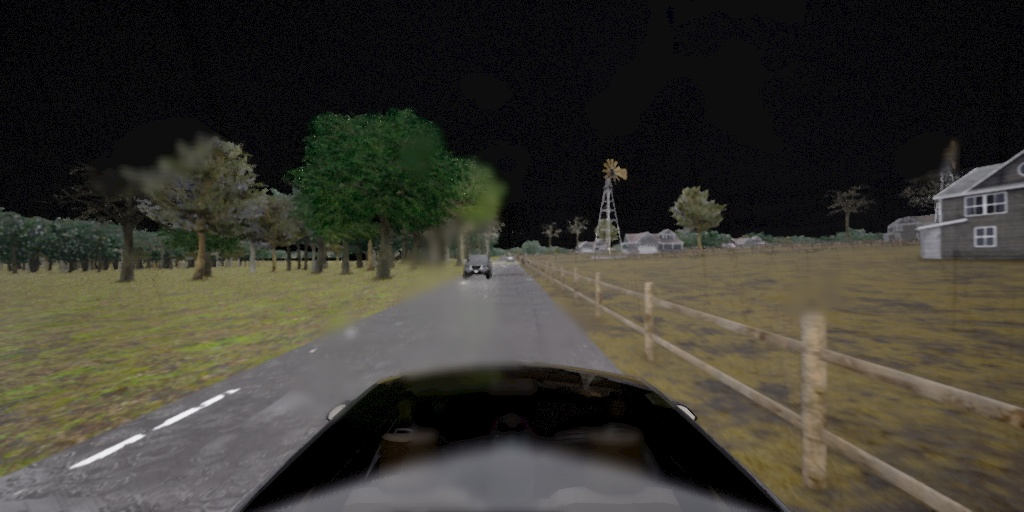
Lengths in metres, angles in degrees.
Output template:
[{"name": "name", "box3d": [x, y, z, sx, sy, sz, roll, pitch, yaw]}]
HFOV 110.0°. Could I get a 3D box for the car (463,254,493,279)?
[{"name": "car", "box3d": [-2.869, 0.877, 31.246, 2.150, 2.045, 5.566, 0, 0, 0]}]
